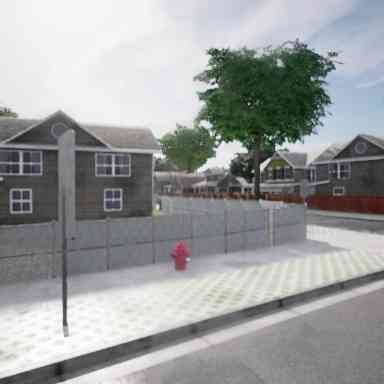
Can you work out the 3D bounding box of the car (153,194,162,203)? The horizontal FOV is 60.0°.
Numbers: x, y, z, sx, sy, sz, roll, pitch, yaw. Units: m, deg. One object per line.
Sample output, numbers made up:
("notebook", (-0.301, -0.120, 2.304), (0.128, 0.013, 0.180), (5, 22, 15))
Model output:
("car", (-6.078, 1.199, 56.080), (1.837, 1.490, 4.892), (0, 0, -22))
